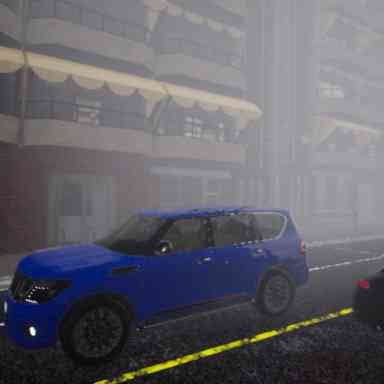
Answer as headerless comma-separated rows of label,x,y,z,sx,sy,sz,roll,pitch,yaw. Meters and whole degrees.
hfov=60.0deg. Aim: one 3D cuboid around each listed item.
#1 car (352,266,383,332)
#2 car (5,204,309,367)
car,4.739,1.613,5.781,4.181,1.385,1.994,0,-1,-31
car,-0.281,1.284,6.180,5.566,2.045,2.150,0,-1,-31
